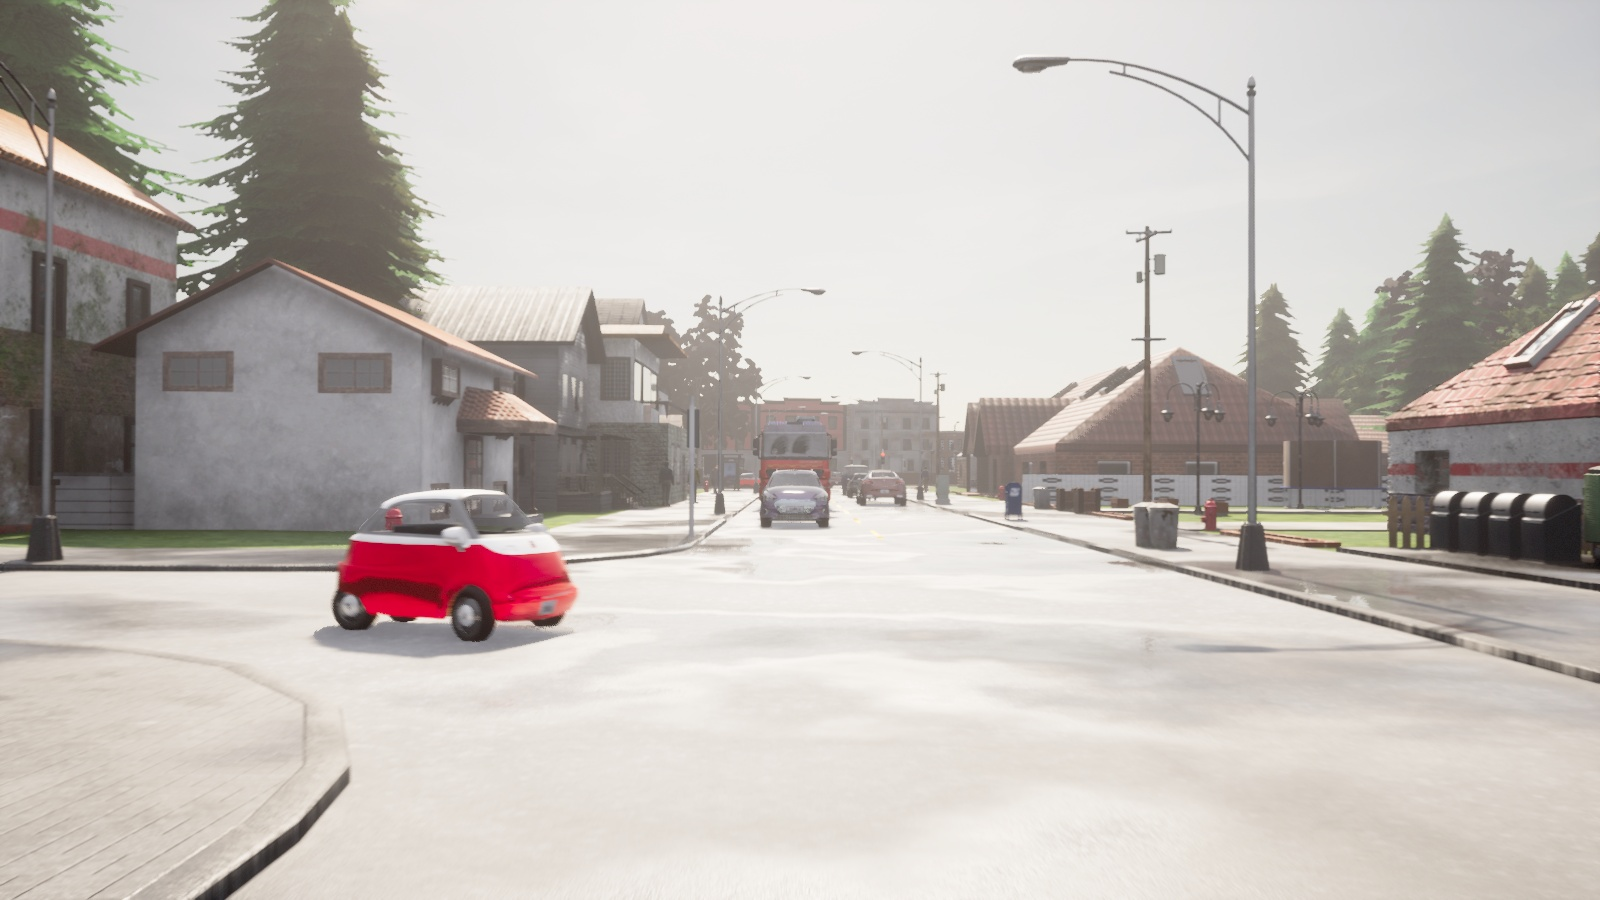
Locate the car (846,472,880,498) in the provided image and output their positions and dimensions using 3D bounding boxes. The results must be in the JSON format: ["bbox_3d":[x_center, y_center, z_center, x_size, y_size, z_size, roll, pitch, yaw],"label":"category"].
[{"bbox_3d":[3.715,2.062,74.555,1.816,1.474,4.193,0,-1,0],"label":"car"}]

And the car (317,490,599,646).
[{"bbox_3d":[-3.303,1.088,12.248,2.207,1.376,1.481,-1,-2,22],"label":"car"}]

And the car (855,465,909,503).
[{"bbox_3d":[3.774,1.559,58.601,2.152,1.651,5.027,0,-1,0],"label":"car"}]

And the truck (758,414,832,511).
[{"bbox_3d":[-0.211,0.552,53.853,2.891,3.827,8.468,0,-1,0],"label":"truck"}]

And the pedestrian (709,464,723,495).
[{"bbox_3d":[-5.299,1.870,79.146,0.659,1.952,0.873,0,-1,9],"label":"pedestrian"}]

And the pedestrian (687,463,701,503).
[{"bbox_3d":[-4.845,1.504,57.400,0.431,1.840,0.709,0,-1,12],"label":"pedestrian"}]

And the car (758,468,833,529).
[{"bbox_3d":[-0.152,1.357,36.529,2.033,1.649,4.856,0,-1,-1],"label":"car"}]

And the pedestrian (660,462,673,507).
[{"bbox_3d":[-5.461,1.408,51.492,0.370,1.835,0.726,0,-1,7],"label":"pedestrian"}]

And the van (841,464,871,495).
[{"bbox_3d":[3.670,1.945,83.161,1.775,1.987,4.442,0,-1,0],"label":"van"}]
